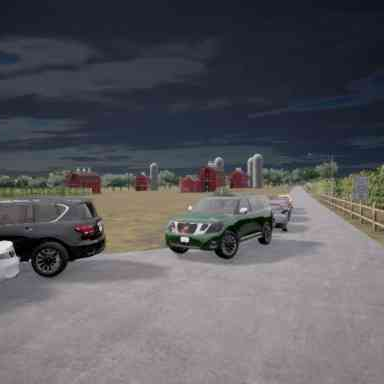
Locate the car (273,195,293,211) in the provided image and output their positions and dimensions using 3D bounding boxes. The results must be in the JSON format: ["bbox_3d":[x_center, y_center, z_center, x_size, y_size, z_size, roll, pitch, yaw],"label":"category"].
[{"bbox_3d":[10.049,1.094,36.444,1.882,1.535,5.008,0,1,18],"label":"car"}]

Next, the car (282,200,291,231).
[{"bbox_3d":[4.440,1.372,18.968,1.994,1.385,4.181,0,0,17],"label":"car"}]

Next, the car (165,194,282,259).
[{"bbox_3d":[1.316,1.102,12.647,2.150,2.045,5.566,0,0,34],"label":"car"}]

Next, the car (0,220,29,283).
[{"bbox_3d":[-6.096,1.609,6.669,4.674,1.442,1.812,-2,2,-38],"label":"car"}]

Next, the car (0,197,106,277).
[{"bbox_3d":[-5.351,1.222,9.582,5.566,2.045,2.150,-1,1,-4],"label":"car"}]

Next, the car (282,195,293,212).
[{"bbox_3d":[6.298,1.224,24.700,1.882,1.535,5.008,0,0,18],"label":"car"}]
